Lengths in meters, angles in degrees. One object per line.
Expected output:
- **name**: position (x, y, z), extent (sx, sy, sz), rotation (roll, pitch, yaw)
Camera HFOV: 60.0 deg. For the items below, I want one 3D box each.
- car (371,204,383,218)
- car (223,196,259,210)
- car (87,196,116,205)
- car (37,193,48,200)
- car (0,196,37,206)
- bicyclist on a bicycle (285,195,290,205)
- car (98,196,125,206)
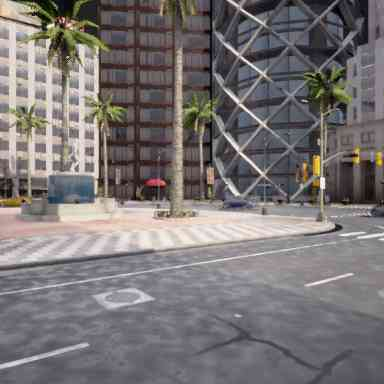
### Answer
- **car**: position (17.713, 1.564, 28.494), extent (1.994, 1.385, 4.181), rotation (0, 0, -36)
- **car**: position (6.355, 1.352, 43.057), extent (4.553, 1.767, 2.097), rotation (0, 0, 42)
- **car**: position (-16.111, 1.526, 59.274), extent (4.674, 1.442, 1.812), rotation (0, 0, 2)
- **car**: position (-25.907, 1.221, 58.669), extent (5.566, 2.045, 2.150), rotation (0, 0, -10)
- **car**: position (-28.771, 1.478, 54.451), extent (5.008, 1.535, 1.882), rotation (0, 0, -14)
- **bicyclist on a bicycle**: position (15.713, 1.300, 54.572), extent (0.582, 1.620, 1.656), rotation (0, 0, 42)
- **car**: position (-12.993, 1.477, 52.073), extent (5.008, 1.535, 1.882), rotation (0, 0, 6)
